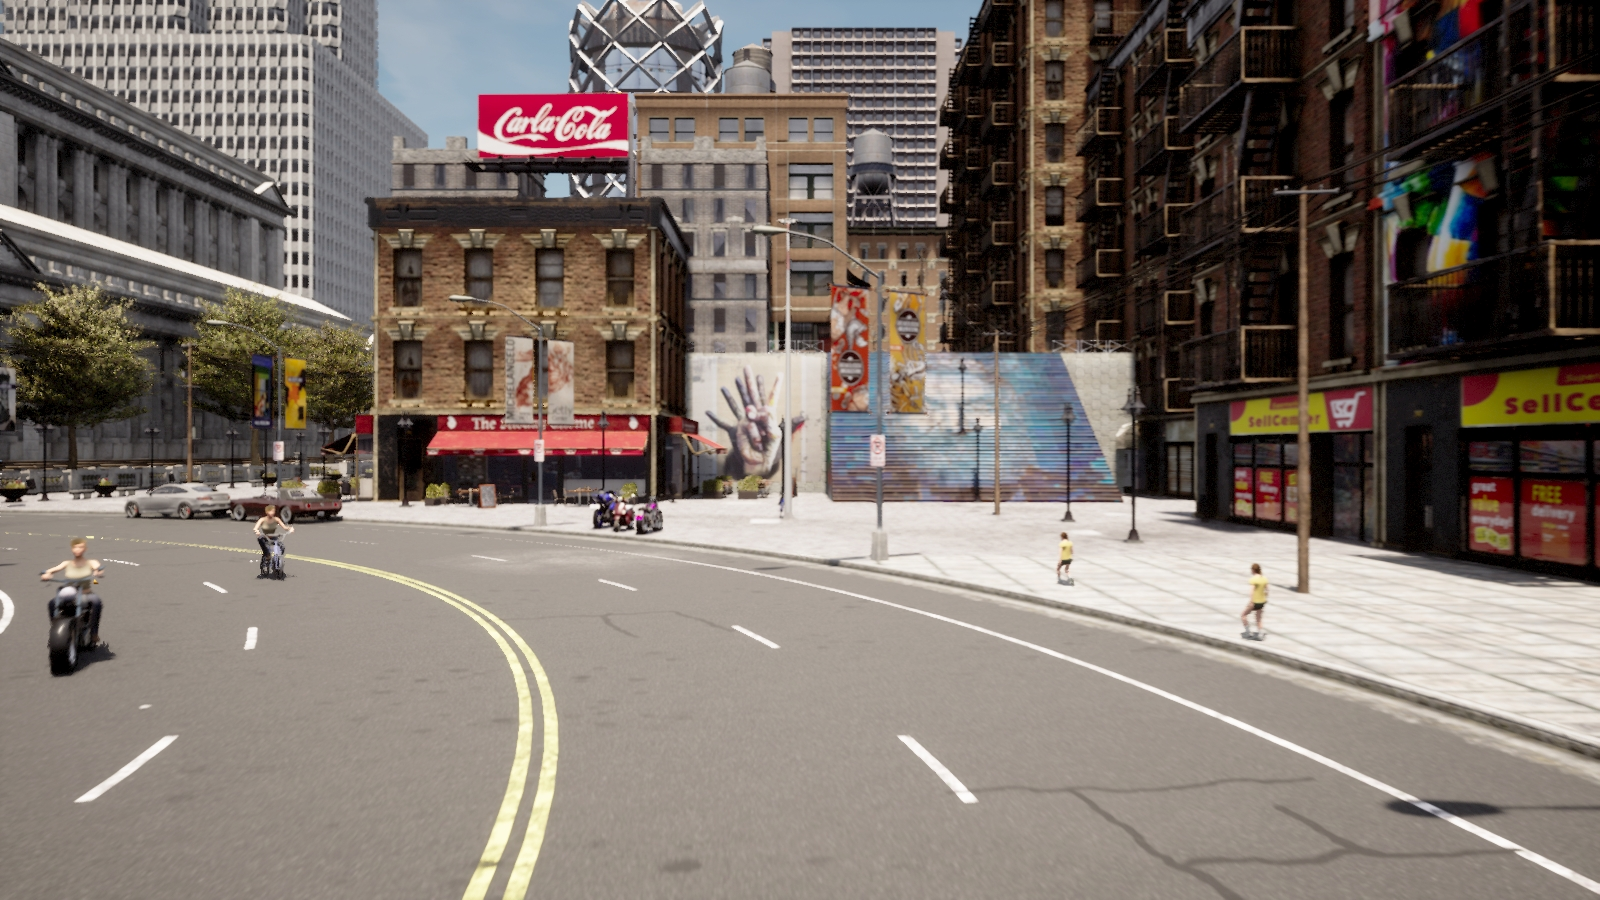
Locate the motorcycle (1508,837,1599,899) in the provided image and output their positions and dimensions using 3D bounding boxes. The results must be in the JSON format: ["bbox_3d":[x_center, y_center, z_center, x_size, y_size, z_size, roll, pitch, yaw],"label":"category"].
[{"bbox_3d":[3.339,2.180,3.720,0.856,1.236,1.805,-1,0,-3],"label":"motorcycle"}]

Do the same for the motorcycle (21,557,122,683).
[{"bbox_3d":[-9.550,2.173,15.066,0.764,1.277,2.356,-1,0,-24],"label":"motorcycle"}]

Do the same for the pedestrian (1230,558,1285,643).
[{"bbox_3d":[6.347,2.074,15.863,0.500,1.100,0.500,0,0,-19],"label":"pedestrian"}]

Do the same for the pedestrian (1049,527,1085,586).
[{"bbox_3d":[5.214,2.074,22.334,0.500,1.100,0.500,0,0,-21],"label":"pedestrian"}]
